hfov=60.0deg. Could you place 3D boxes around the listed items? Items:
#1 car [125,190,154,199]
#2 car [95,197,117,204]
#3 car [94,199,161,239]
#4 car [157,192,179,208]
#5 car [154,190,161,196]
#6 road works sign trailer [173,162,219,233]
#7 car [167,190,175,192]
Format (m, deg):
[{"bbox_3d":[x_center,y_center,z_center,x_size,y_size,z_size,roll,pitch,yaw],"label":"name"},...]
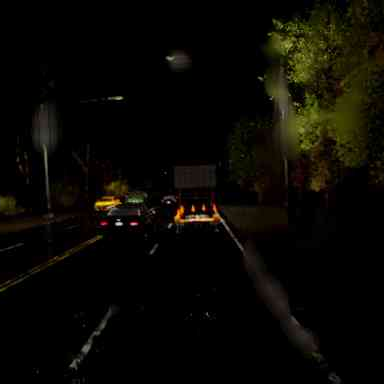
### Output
[{"bbox_3d":[-6.002,0.888,37.025,2.150,2.045,5.566,-3,1,1],"label":"car"},{"bbox_3d":[-9.246,1.294,36.605,1.882,1.535,5.008,-3,1,1],"label":"car"},{"bbox_3d":[-2.863,1.264,15.606,2.033,1.411,5.357,0,1,0],"label":"car"},{"bbox_3d":[-2.493,1.054,38.184,1.994,1.385,4.181,-3,1,1],"label":"car"},{"bbox_3d":[-8.122,0.294,78.183,1.882,1.535,5.008,-3,1,2],"label":"car"},{"bbox_3d":[0.221,0.210,18.136,2.380,3.560,2.880,-3,1,1],"label":"road works sign trailer"},{"bbox_3d":[-4.873,0.227,78.086,1.994,1.385,4.181,-3,1,2],"label":"car"}]
